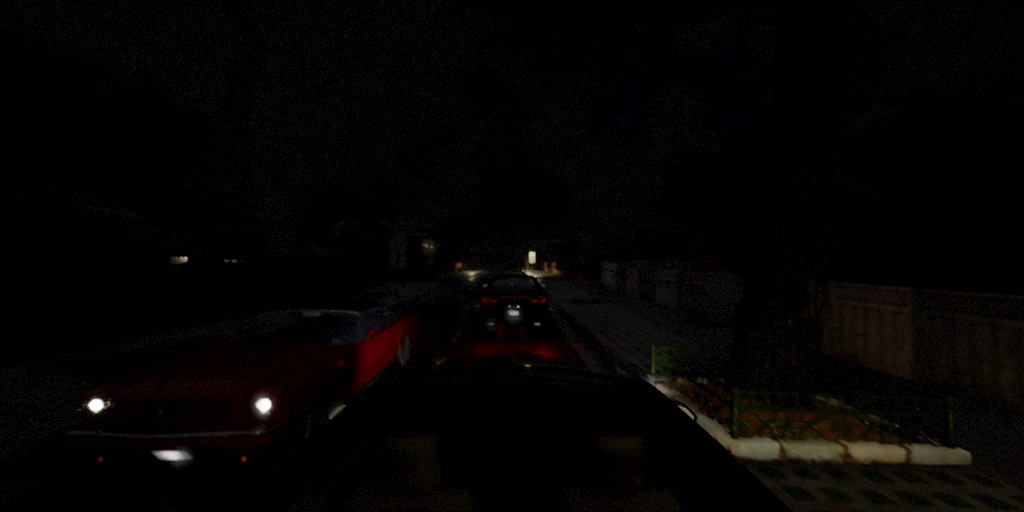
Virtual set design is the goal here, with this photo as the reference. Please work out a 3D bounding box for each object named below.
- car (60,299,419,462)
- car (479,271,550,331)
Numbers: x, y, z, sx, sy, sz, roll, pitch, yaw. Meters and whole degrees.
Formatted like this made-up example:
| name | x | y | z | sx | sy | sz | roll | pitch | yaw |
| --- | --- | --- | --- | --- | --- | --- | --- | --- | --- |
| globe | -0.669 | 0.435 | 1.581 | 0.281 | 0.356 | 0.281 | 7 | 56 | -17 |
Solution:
| name | x | y | z | sx | sy | sz | roll | pitch | yaw |
| --- | --- | --- | --- | --- | --- | --- | --- | --- | --- |
| car | -2.850 | 1.380 | 5.214 | 1.895 | 1.301 | 4.718 | 0 | 0 | 0 |
| car | 0.069 | 1.311 | 11.355 | 1.882 | 1.535 | 5.008 | 0 | -1 | 0 |
